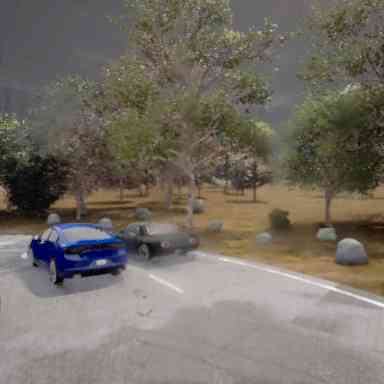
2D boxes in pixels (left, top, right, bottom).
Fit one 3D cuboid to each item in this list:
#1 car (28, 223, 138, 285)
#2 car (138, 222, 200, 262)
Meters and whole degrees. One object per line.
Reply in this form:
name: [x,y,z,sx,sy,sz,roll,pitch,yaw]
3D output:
car: [-3.806,1.741,10.591,1.882,1.535,5.008,0,-2,-36]
car: [-1.907,1.879,13.407,1.895,1.301,4.718,0,-1,-40]
